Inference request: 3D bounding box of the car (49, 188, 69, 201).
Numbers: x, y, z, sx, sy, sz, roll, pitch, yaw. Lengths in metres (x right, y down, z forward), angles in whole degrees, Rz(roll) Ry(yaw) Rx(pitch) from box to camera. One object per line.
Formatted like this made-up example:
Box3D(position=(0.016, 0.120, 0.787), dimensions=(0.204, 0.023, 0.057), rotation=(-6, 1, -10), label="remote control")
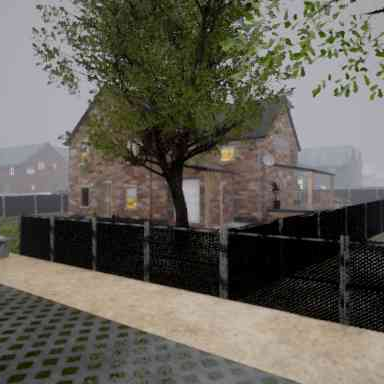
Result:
Box3D(position=(-14.110, 0.625, 36.518), dimensions=(2.150, 2.045, 5.566), rotation=(0, 1, 34), label="car")
